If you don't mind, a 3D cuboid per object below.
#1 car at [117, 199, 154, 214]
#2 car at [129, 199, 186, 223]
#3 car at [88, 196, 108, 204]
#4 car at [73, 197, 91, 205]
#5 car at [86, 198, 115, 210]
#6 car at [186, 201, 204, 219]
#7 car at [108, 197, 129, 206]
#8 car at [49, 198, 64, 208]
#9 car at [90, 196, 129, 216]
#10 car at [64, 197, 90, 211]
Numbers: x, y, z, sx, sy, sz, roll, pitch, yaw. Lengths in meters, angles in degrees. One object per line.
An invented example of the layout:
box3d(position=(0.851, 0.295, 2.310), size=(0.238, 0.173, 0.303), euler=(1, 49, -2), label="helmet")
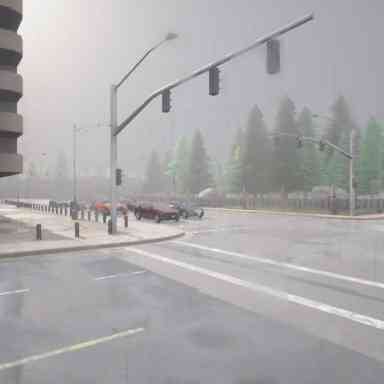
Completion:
box3d(position=(-6.385, 1.547, 37.224), size=(2.128, 1.511, 4.902), euler=(0, 0, -36), label="car")
box3d(position=(-2.851, 1.533, 26.553), size=(1.882, 1.535, 5.008), euler=(0, 0, -36), label="car")
box3d(position=(-18.740, 1.547, 66.049), size=(2.128, 1.511, 4.902), euler=(0, 0, -36), label="car")
box3d(position=(-20.807, 1.656, 62.957), size=(1.895, 1.301, 4.718), euler=(0, 0, -36), label="car")
box3d(position=(-12.552, 1.603, 45.580), size=(2.033, 1.411, 5.357), euler=(0, 0, -36), label="car")
box3d(position=(-0.867, 1.547, 29.758), size=(2.128, 1.511, 4.902), euler=(0, 0, -36), label="car")
box3d(position=(-12.894, 1.581, 58.159), size=(1.812, 1.442, 4.674), euler=(0, 0, -36), label="car")
box3d(position=(-20.021, 1.603, 49.856), size=(2.033, 1.411, 5.357), euler=(0, 0, -36), label="car")
box3d(position=(-8.320, 1.407, 33.947), size=(2.097, 1.767, 4.553), euler=(0, 0, -36), label="car")
box3d(position=(-13.748, 1.547, 41.307), size=(2.128, 1.511, 4.902), euler=(0, 0, -36), label="car")
